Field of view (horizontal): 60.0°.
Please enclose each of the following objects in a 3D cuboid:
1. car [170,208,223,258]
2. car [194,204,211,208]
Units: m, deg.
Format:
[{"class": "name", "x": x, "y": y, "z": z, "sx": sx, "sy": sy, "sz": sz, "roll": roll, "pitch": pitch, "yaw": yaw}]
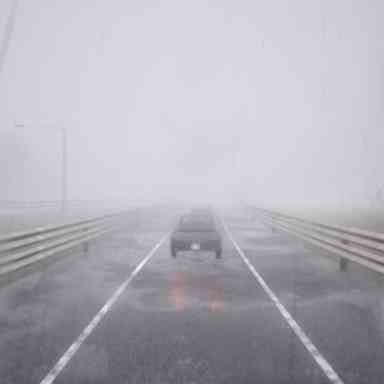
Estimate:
[{"class": "car", "x": 0.215, "y": 1.635, "z": 13.437, "sx": 2.128, "sy": 1.511, "sz": 4.902, "roll": 0, "pitch": 0, "yaw": 2}, {"class": "car", "x": 0.912, "y": 1.790, "z": 28.356, "sx": 2.128, "sy": 1.511, "sz": 4.902, "roll": 0, "pitch": 0, "yaw": 4}]
